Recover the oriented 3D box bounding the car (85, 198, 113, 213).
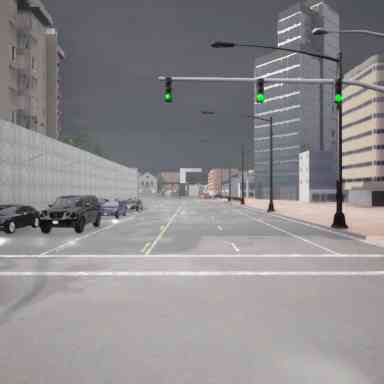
[{"bbox_3d":[-10.609,1.505,38.305,1.837,1.490,4.892,0,0,0],"label":"car"}]

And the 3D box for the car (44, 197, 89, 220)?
[{"bbox_3d":[-10.611,1.352,28.487,2.097,1.767,4.553,0,0,0],"label":"car"}]

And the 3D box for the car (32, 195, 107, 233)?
[{"bbox_3d":[-7.104,1.221,20.051,2.150,2.045,5.566,0,0,0],"label":"car"}]

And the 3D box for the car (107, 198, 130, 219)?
[{"bbox_3d":[-7.111,1.526,29.692,1.812,1.442,4.674,0,0,0],"label":"car"}]

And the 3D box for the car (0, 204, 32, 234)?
[{"bbox_3d":[-10.608,1.505,19.419,1.837,1.490,4.892,0,0,0],"label":"car"}]

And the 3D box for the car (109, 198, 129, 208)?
[{"bbox_3d":[-10.576,1.601,48.365,1.895,1.301,4.718,0,0,0],"label":"car"}]

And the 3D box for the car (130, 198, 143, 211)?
[{"bbox_3d":[-7.107,1.491,40.034,2.128,1.511,4.902,0,0,0],"label":"car"}]
